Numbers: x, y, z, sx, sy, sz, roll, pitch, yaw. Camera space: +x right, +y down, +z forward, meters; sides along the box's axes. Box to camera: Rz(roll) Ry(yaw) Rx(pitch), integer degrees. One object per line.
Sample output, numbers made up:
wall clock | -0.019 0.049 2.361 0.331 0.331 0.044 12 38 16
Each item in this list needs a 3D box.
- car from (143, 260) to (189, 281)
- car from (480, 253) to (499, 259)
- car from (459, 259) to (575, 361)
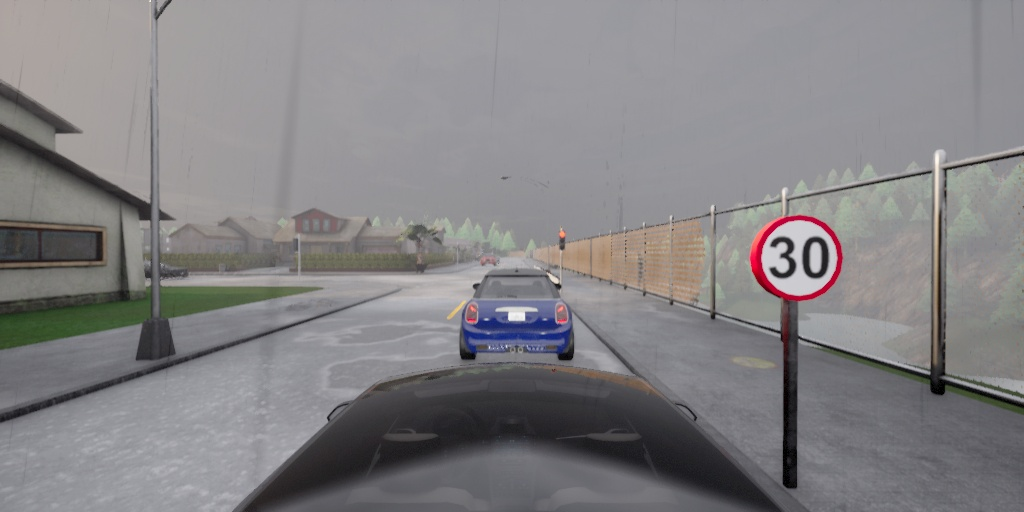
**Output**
car | -27.067 1.039 26.743 5.008 1.535 1.882 0 0 1
car | -3.581 0.571 55.363 2.150 2.045 5.566 0 0 1
car | 0.117 1.052 8.353 2.097 1.767 4.553 0 0 1
